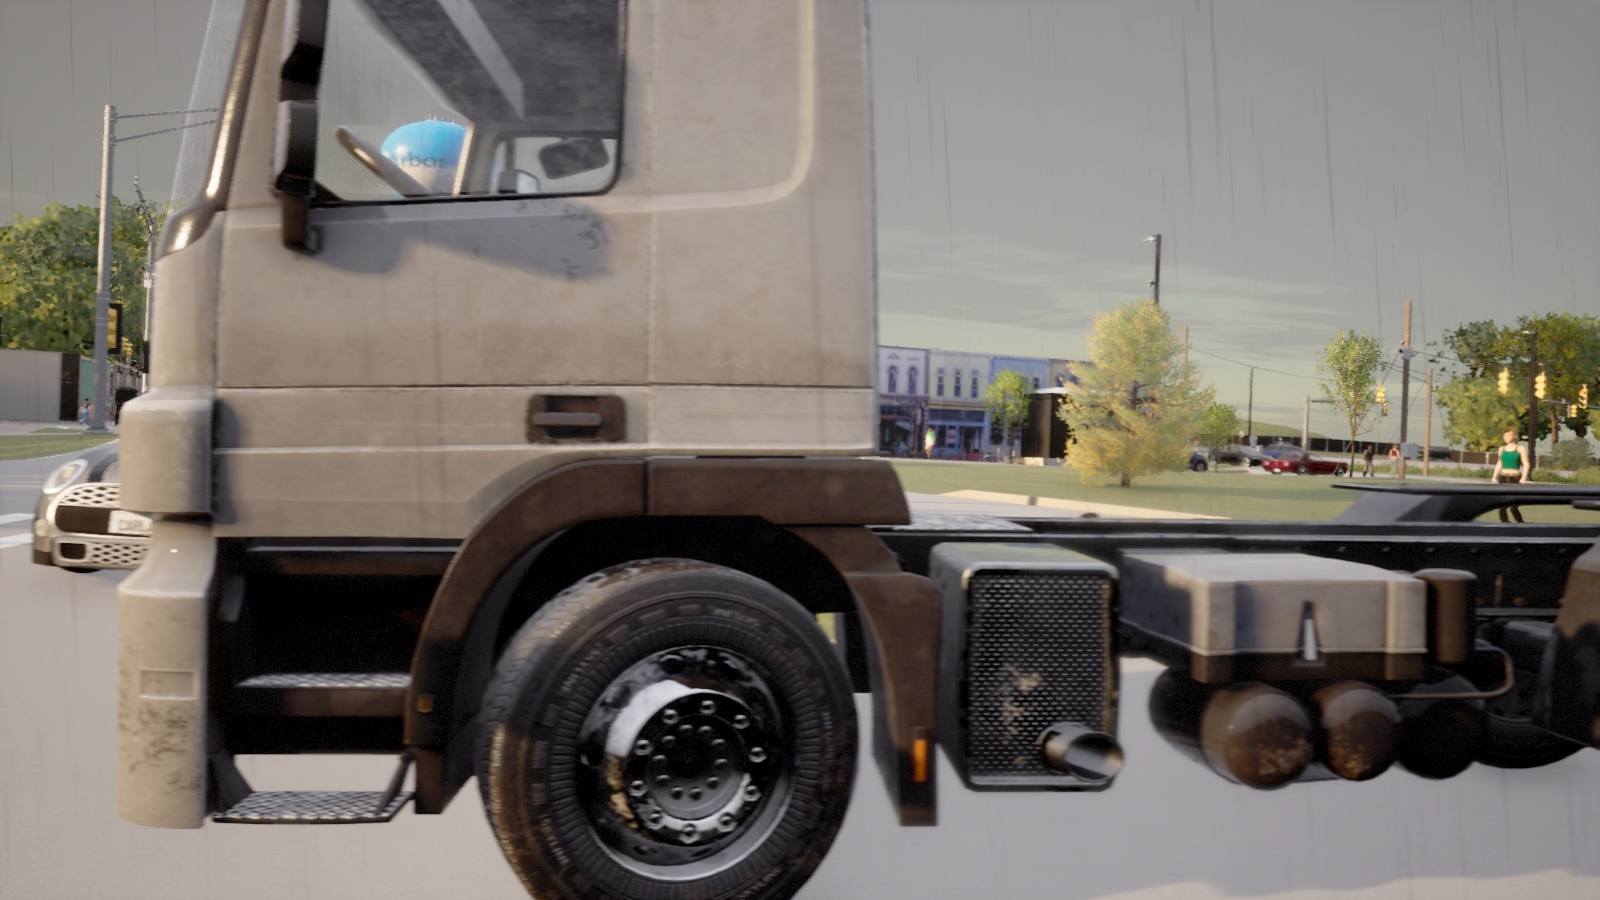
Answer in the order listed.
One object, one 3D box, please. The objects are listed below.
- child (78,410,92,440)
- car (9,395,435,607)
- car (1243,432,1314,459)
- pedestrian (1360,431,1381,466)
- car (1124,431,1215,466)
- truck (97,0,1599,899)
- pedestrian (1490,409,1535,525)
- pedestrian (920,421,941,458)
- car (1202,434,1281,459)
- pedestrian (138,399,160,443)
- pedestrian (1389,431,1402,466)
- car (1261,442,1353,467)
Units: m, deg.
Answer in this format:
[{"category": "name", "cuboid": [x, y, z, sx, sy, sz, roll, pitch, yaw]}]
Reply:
[{"category": "child", "cuboid": [-30.312, -1.047, 53.260, 0.270, 1.263, 0.437, 1, 0, 13]}, {"category": "car", "cuboid": [-4.890, 0.302, 11.290, 1.970, 1.475, 3.806, 2, 3, 2]}, {"category": "car", "cuboid": [33.669, -0.337, 88.520, 2.097, 1.767, 4.553, 1, 1, -23]}, {"category": "pedestrian", "cuboid": [30.596, -0.092, 67.360, 0.563, 1.883, 0.849, 1, 0, -16]}, {"category": "car", "cuboid": [18.128, -0.078, 61.624, 3.988, 1.617, 1.851, 1, 0, -23]}, {"category": "truck", "cuboid": [1.956, -0.281, 5.119, 7.936, 3.462, 2.891, -1, 1, -2]}, {"category": "pedestrian", "cuboid": [11.379, 0.269, 20.049, 0.594, 1.836, 0.345, 1, 0, -31]}, {"category": "pedestrian", "cuboid": [6.949, -0.547, 66.811, 0.873, 1.952, 0.659, 1, 0, -22]}, {"category": "car", "cuboid": [28.803, -0.225, 82.018, 2.163, 1.488, 4.792, 1, 1, -23]}, {"category": "pedestrian", "cuboid": [-27.495, -1.217, 53.048, 0.726, 1.842, 0.402, 1, 0, -20]}, {"category": "pedestrian", "cuboid": [31.309, -0.074, 66.035, 0.594, 1.836, 0.345, 1, 0, -31]}, {"category": "car", "cuboid": [26.468, 0.220, 65.512, 4.718, 1.301, 1.895, 0, 0, -30]}]
